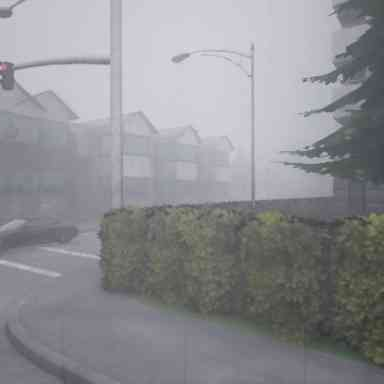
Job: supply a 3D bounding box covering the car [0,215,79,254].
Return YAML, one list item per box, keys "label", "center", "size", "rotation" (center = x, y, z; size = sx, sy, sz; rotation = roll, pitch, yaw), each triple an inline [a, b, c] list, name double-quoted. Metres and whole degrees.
- label: "car"
  center: [-7.403, 1.821, 15.042]
  size: [1.812, 1.442, 4.674]
  rotation: [0, 1, 35]

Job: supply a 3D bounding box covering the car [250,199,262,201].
- label: "car"
  center: [6.500, 1.547, 34.589]
  size: [2.097, 1.767, 4.553]
  rotation: [0, -1, 35]
